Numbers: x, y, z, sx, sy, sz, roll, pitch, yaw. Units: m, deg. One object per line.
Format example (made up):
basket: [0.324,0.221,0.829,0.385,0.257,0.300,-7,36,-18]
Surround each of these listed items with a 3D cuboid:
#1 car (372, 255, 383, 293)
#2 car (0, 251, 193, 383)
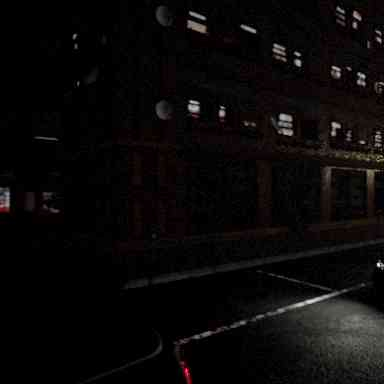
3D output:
car: [6.042,1.533,7.677,4.674,1.442,1.812,0,0,-36]
car: [-2.167,1.351,1.785,4.553,1.767,2.097,0,0,-36]
